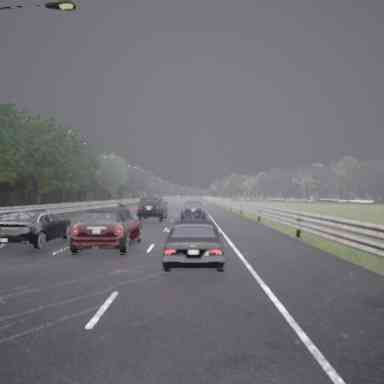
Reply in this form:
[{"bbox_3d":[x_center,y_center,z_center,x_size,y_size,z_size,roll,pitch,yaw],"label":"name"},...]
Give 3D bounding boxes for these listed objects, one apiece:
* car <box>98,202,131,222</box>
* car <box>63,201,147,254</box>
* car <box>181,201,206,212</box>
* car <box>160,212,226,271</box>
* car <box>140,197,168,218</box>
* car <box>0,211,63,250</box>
[{"bbox_3d":[-6.872,1.705,30.007,1.837,1.490,4.892,0,1,0],"label":"car"},{"bbox_3d":[-3.410,1.448,14.060,2.097,1.767,4.553,0,0,0],"label":"car"},{"bbox_3d":[0.123,1.559,29.603,2.097,1.767,4.553,0,-1,0],"label":"car"},{"bbox_3d":[0.064,1.623,11.123,2.033,1.411,5.357,0,0,1],"label":"car"},{"bbox_3d":[-3.381,1.426,28.872,2.150,2.045,5.566,0,0,0],"label":"car"},{"bbox_3d":[-6.906,1.572,14.733,2.128,1.511,4.902,0,0,0],"label":"car"}]
